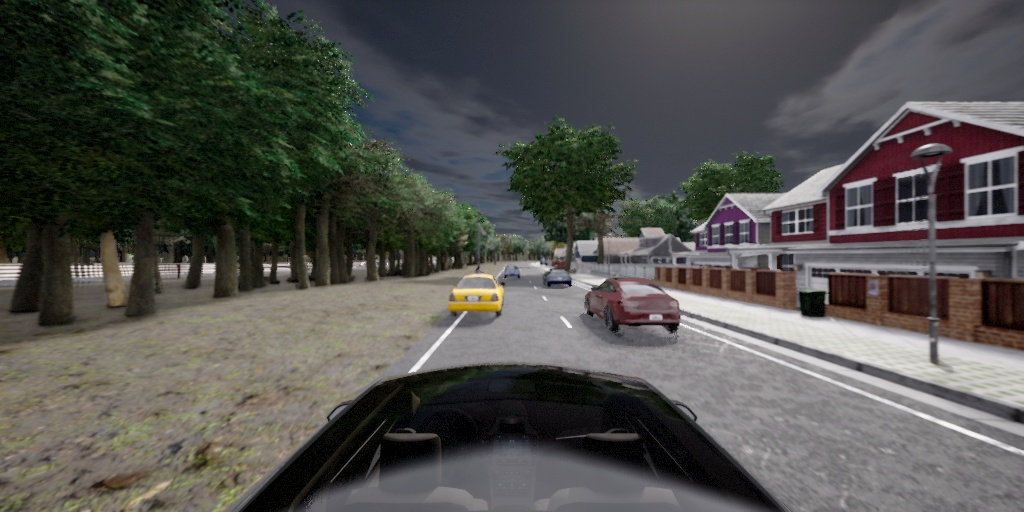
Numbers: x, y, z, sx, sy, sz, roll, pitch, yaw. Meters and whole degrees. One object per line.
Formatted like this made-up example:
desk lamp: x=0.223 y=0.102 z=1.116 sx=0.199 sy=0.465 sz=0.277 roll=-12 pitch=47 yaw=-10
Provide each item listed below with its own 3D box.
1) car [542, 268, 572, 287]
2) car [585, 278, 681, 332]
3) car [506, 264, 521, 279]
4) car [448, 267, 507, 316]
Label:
car: x=3.560 y=1.675 z=28.695 sx=1.994 sy=1.385 sz=4.181 roll=0 pitch=-1 yaw=0
car: x=3.586 y=1.398 z=11.250 sx=1.812 sy=1.442 sz=4.674 roll=0 pitch=-1 yaw=0
car: x=0.018 y=1.836 z=41.339 sx=2.033 sy=1.411 sz=5.357 roll=0 pitch=-1 yaw=0
car: x=-1.244 y=1.360 z=14.005 sx=1.801 sy=1.575 sz=5.366 roll=0 pitch=-1 yaw=0
